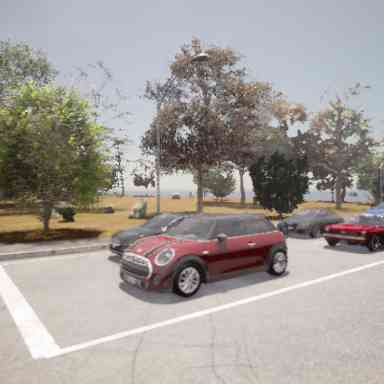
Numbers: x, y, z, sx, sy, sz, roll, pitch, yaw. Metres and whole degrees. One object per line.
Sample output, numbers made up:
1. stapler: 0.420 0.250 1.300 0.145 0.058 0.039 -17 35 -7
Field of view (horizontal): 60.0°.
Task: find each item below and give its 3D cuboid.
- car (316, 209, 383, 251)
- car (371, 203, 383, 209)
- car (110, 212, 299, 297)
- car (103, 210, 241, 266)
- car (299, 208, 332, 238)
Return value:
1. car: 7.595 1.615 14.201 4.718 1.301 1.895 0 0 -38
2. car: 14.221 1.519 23.887 5.008 1.535 1.882 0 0 -39
3. car: 0.452 1.363 8.738 4.553 1.767 2.097 0 0 -37
4. car: -0.604 1.522 12.343 4.892 1.490 1.837 0 0 -37
5. car: 6.466 1.584 17.754 4.181 1.385 1.994 0 0 -38
